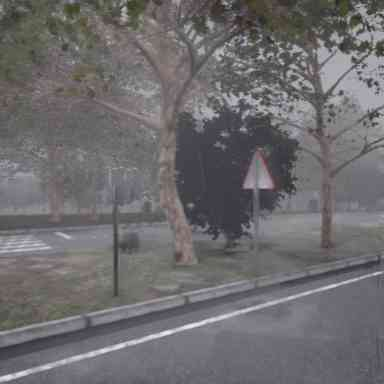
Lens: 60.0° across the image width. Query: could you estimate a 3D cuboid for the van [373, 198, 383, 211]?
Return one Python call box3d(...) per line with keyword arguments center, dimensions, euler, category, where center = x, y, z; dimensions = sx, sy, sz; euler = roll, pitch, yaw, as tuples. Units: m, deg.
box3d(center=(29.359, 1.910, 49.521), dimensions=(1.878, 1.987, 4.442), euler=(2, -1, -36), category="van")
